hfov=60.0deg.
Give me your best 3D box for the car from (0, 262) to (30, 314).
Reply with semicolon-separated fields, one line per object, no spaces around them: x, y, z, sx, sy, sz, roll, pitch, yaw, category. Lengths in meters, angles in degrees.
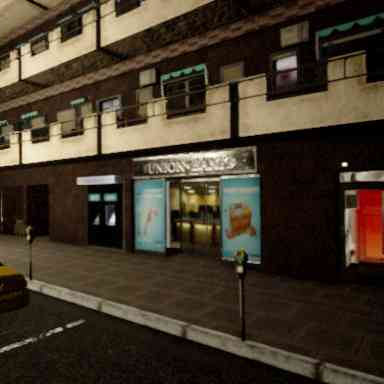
-5.063;1.531;6.498;4.829;1.417;1.752;0;-1;36;car
